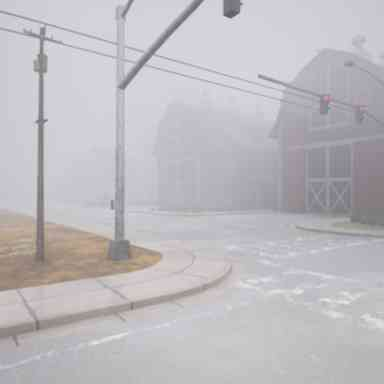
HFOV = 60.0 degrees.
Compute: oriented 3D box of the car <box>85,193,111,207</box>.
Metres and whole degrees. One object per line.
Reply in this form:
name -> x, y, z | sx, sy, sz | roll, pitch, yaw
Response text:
car -> -14.166, 1.226, 50.346 | 3.866, 1.878, 1.905 | -2, 5, 11
